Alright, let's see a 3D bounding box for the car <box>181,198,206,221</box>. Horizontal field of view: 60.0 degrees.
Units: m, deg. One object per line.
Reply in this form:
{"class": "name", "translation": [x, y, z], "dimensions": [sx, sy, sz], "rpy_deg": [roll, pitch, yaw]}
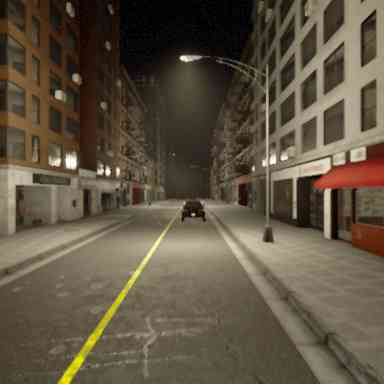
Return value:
{"class": "car", "translation": [0.105, 1.452, 26.396], "dimensions": [1.812, 1.442, 4.674], "rpy_deg": [0, 0, 0]}
